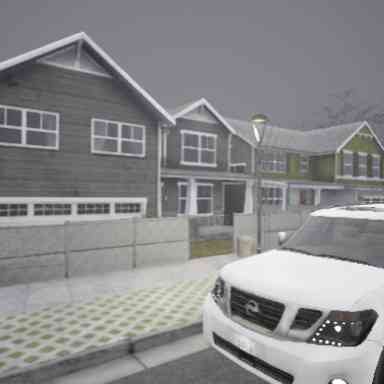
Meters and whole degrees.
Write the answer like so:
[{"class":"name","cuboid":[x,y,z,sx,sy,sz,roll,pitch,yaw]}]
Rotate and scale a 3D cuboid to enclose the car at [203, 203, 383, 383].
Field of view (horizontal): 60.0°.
[{"class":"car","cuboid":[2.801,1.226,5.064,5.566,2.045,2.150,0,0,-35]}]
